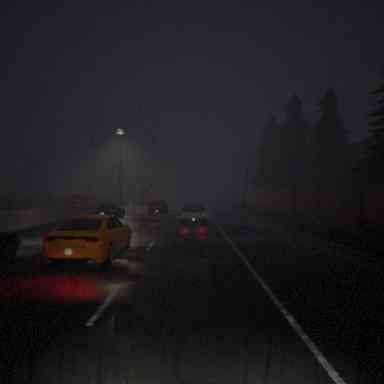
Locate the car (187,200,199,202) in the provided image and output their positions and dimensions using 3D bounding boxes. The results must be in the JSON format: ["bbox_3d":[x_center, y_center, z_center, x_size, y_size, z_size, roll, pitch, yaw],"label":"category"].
[{"bbox_3d":[0.087,1.695,42.156,1.895,1.301,4.718,0,0,0],"label":"car"}]

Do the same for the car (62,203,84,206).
[{"bbox_3d":[-14.098,1.314,40.969,2.150,2.045,5.566,0,0,0],"label":"car"}]

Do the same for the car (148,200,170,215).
[{"bbox_3d":[-3.395,1.582,34.582,1.837,1.490,4.892,0,0,0],"label":"car"}]

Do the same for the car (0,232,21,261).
[{"bbox_3d":[-6.898,1.622,9.482,1.895,1.301,4.718,0,0,0],"label":"car"}]

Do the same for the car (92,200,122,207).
[{"bbox_3d":[-6.895,1.626,27.738,1.994,1.385,4.181,0,0,0],"label":"car"}]

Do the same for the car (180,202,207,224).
[{"bbox_3d":[0.105,1.658,25.661,1.895,1.301,4.718,0,0,0],"label":"car"}]

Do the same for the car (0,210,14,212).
[{"bbox_3d":[-21.093,1.431,35.630,2.097,1.767,4.553,0,0,0],"label":"car"}]

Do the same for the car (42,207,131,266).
[{"bbox_3d":[-3.398,1.504,11.626,1.882,1.535,5.008,0,0,0],"label":"car"}]
